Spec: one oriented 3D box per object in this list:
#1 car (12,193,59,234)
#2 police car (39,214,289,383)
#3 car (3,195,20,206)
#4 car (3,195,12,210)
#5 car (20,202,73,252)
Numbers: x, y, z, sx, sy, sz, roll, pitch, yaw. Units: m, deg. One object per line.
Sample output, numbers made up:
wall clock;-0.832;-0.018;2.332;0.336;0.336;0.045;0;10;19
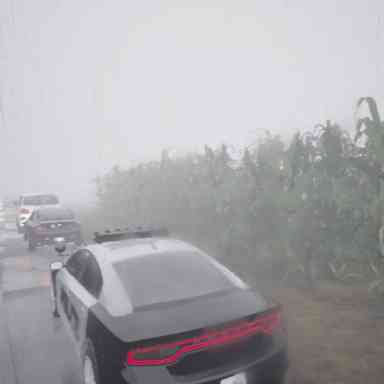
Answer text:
car;-8.731;1.070;18.850;2.150;2.045;5.566;-2;1;-29
police car;-0.931;1.351;4.974;1.930;1.638;5.238;-2;1;-29
car;-26.954;1.215;49.644;2.128;1.511;4.902;-2;1;-29
car;-20.634;1.228;38.480;1.882;1.535;5.008;-2;1;-29
car;-5.771;1.384;13.599;1.837;1.490;4.892;-2;1;-29
